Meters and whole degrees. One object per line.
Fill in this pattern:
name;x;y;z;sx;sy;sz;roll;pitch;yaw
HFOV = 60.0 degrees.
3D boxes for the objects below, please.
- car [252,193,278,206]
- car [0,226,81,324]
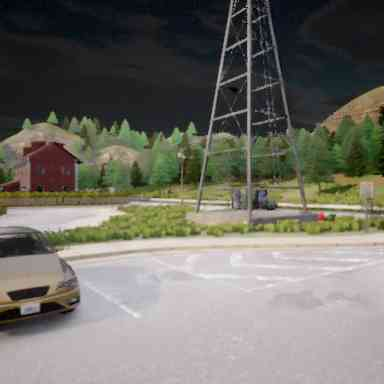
car;7.490;1.186;39.009;2.150;2.045;5.566;0;0;-34
car;-3.690;1.505;6.847;1.816;1.474;4.193;0;0;-35
